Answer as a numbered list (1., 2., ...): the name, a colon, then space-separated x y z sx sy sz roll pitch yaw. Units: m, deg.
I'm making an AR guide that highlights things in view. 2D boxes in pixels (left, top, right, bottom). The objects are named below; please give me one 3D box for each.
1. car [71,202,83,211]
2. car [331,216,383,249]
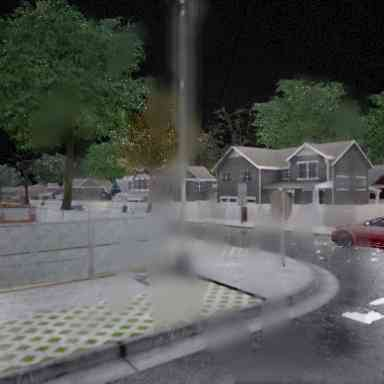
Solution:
1. car: -17.481 2.255 48.371 1.882 1.535 5.008 0 -1 -36
2. car: 7.902 1.650 13.467 1.994 1.385 4.181 0 -1 -36
